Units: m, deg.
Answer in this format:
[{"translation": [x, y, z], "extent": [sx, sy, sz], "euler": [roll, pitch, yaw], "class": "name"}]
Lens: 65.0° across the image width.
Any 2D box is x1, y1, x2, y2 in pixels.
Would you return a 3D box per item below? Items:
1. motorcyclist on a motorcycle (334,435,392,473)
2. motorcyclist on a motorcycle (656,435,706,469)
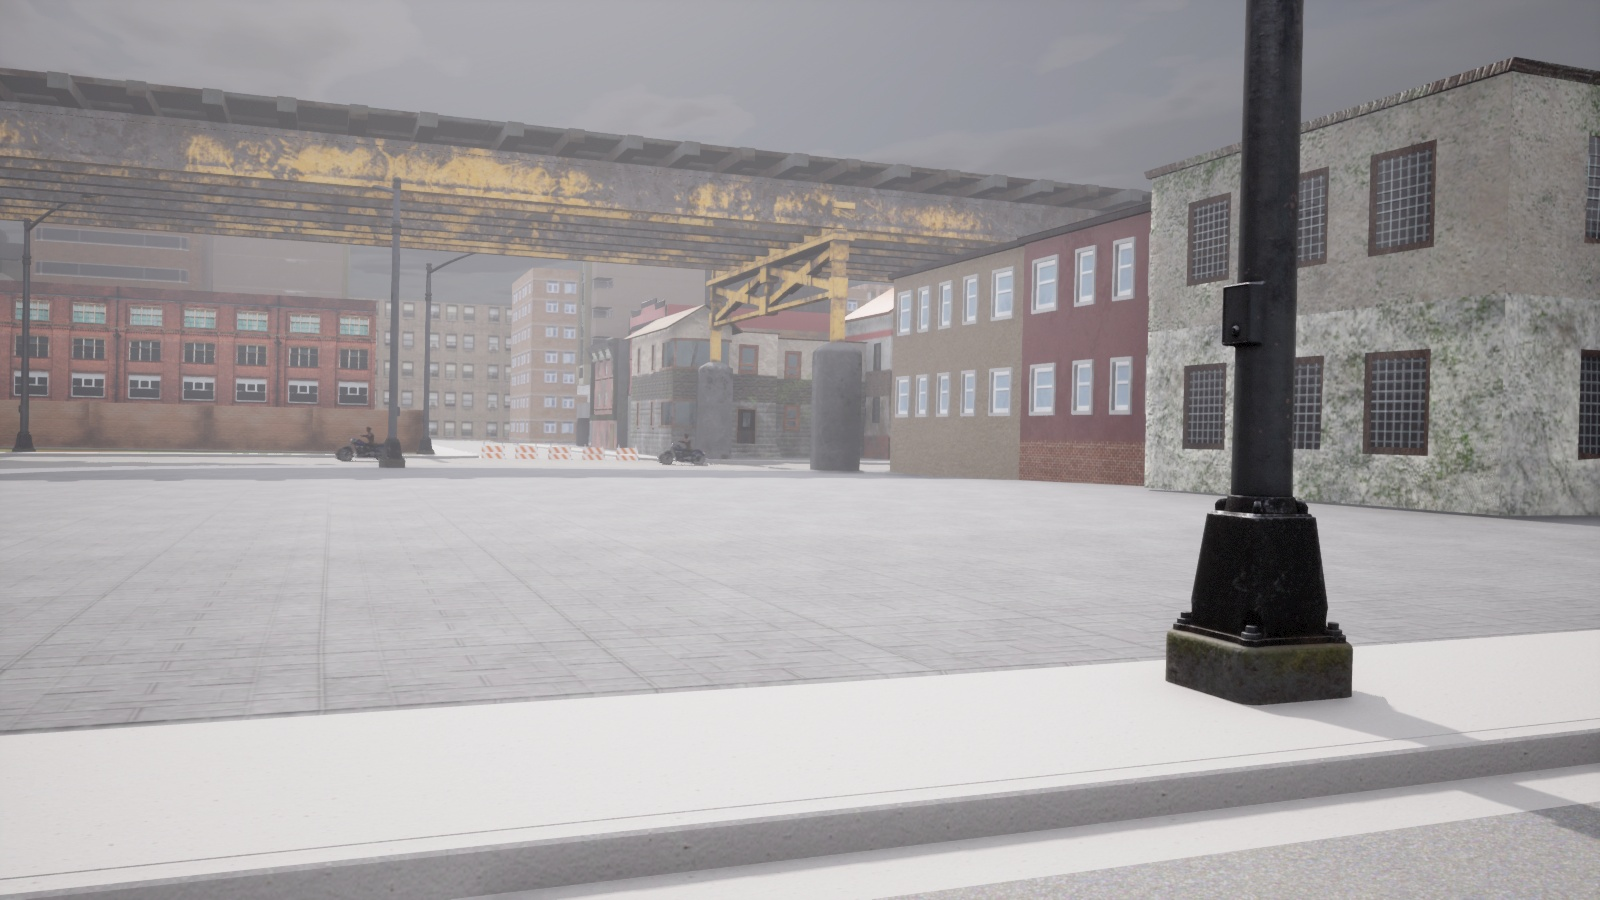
[{"translation": [-19.625, 0.164, 56.378], "extent": [2.350, 1.649, 0.766], "euler": [-1, 1, -32], "class": "motorcyclist on a motorcycle"}, {"translation": [-5.891, 0.099, 62.392], "extent": [2.350, 1.649, 0.766], "euler": [0, 1, -20], "class": "motorcyclist on a motorcycle"}]
